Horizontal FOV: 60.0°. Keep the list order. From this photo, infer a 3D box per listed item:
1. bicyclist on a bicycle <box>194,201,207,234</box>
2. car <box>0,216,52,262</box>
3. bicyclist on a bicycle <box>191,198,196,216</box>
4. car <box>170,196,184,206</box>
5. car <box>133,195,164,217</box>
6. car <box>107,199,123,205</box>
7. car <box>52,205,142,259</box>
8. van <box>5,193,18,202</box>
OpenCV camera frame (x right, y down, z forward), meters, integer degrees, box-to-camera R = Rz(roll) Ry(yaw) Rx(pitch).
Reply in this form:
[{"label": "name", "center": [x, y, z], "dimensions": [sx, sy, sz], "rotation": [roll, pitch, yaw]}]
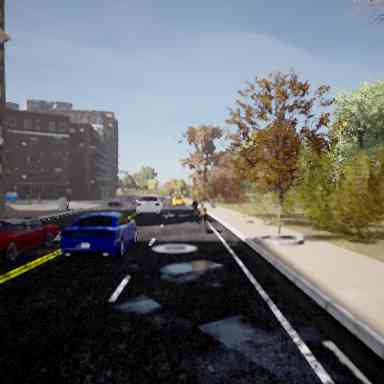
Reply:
[{"label": "bicyclist on a bicycle", "center": [0.603, 1.470, 18.603], "dimensions": [0.582, 1.620, 1.656], "rotation": [0, 0, -2]}, {"label": "car", "center": [-6.742, 1.618, 12.325], "dimensions": [1.895, 1.301, 4.718], "rotation": [0, 0, -1]}, {"label": "bicyclist on a bicycle", "center": [0.252, 1.397, 28.534], "dimensions": [0.659, 1.776, 1.843], "rotation": [0, 0, -2]}, {"label": "car", "center": [-2.324, 1.523, 56.713], "dimensions": [1.882, 1.535, 5.008], "rotation": [0, 0, -5]}, {"label": "car", "center": [-3.924, 1.255, 31.451], "dimensions": [2.150, 2.045, 5.566], "rotation": [0, 0, -3]}, {"label": "car", "center": [-11.743, 1.656, 51.079], "dimensions": [1.895, 1.301, 4.718], "rotation": [0, 0, -5]}, {"label": "car", "center": [-3.305, 1.492, 12.661], "dimensions": [1.882, 1.535, 5.008], "rotation": [0, 0, -1]}, {"label": "van", "center": [-33.788, 0.979, 60.568], "dimensions": [3.998, 1.788, 1.690], "rotation": [1, -1, -34]}]
